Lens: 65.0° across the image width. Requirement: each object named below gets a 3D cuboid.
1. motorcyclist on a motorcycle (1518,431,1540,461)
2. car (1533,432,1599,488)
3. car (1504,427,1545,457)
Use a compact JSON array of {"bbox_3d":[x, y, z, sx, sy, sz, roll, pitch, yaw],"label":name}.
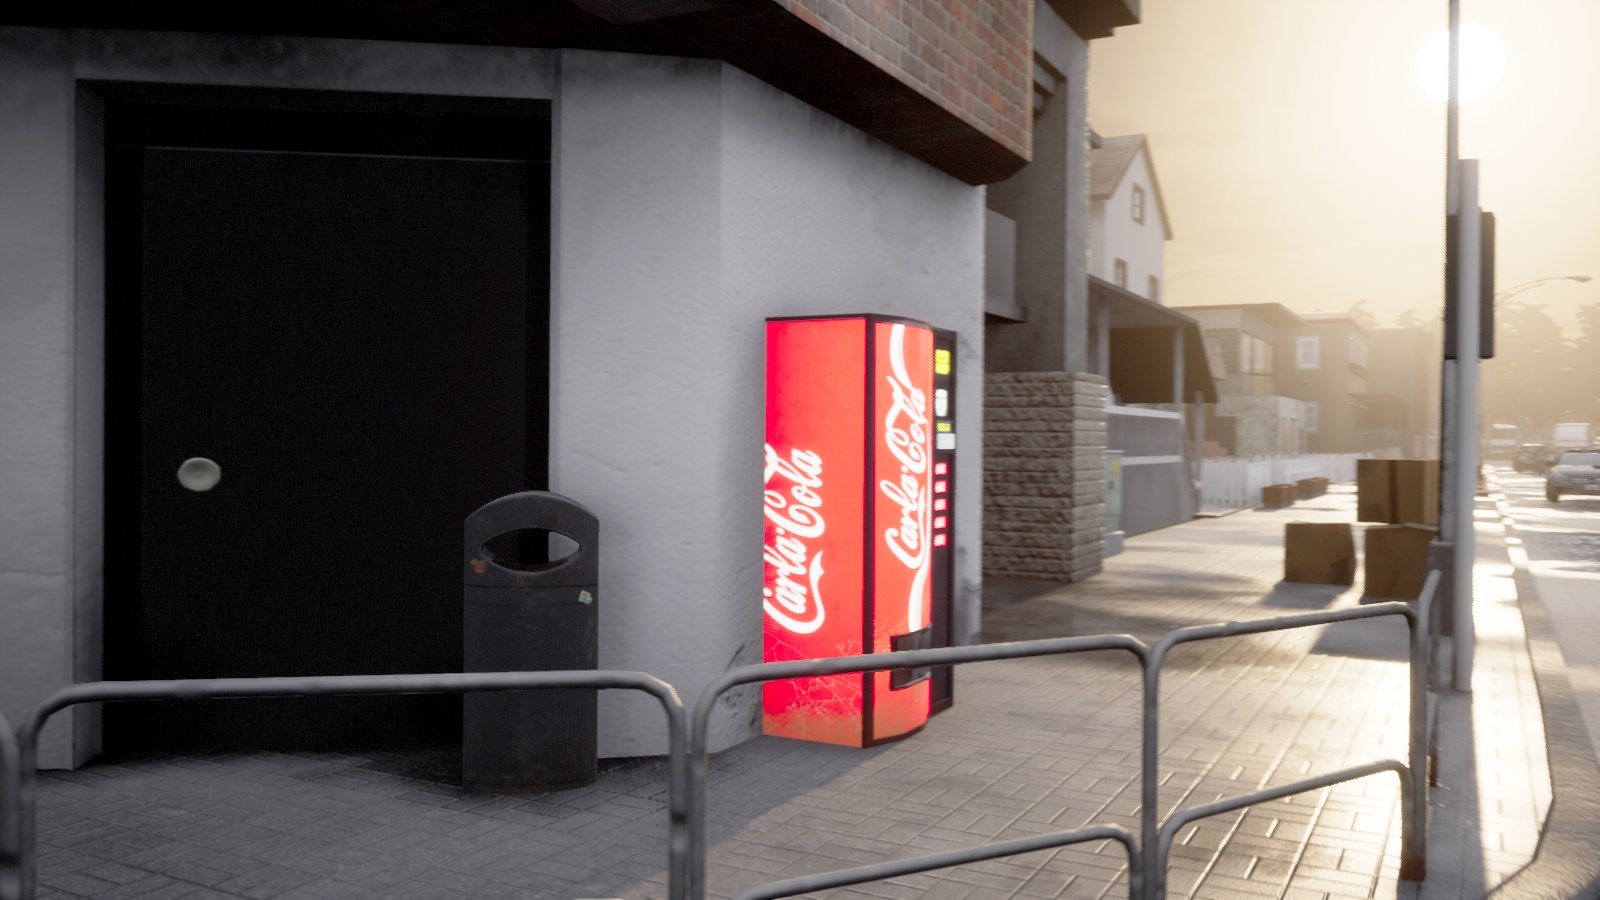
[{"bbox_3d":[36.992,-0.214,63.706,0.866,1.530,2.191,0,1,28],"label":"motorcyclist on a motorcycle"},{"bbox_3d":[21.422,0.239,34.696,1.812,1.442,4.674,0,1,28],"label":"car"},{"bbox_3d":[40.480,-0.454,70.225,1.851,1.617,3.988,0,1,28],"label":"car"}]
